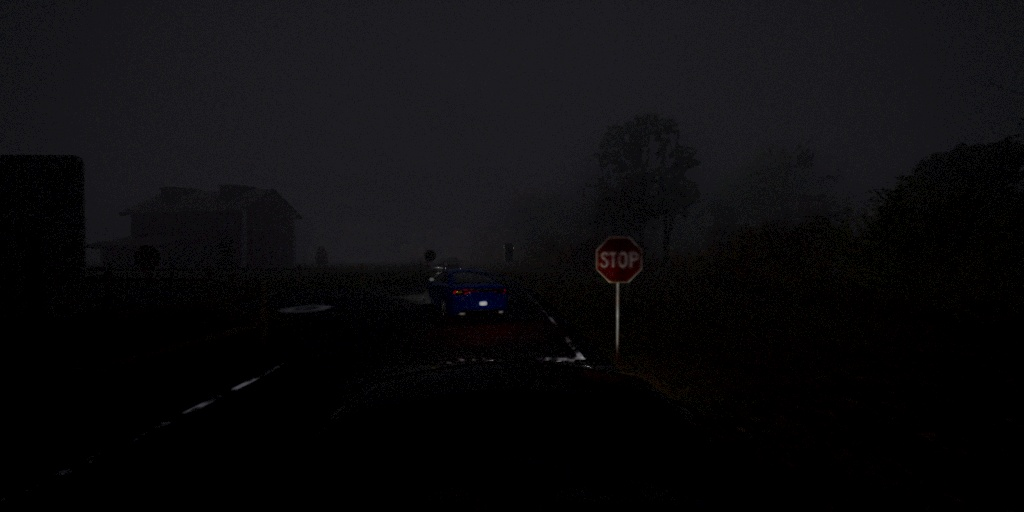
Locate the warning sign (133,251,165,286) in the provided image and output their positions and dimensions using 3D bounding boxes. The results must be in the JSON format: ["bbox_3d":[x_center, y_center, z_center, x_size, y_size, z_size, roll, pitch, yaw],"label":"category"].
[{"bbox_3d":[-21.125,0.787,20.813,1.060,1.860,1.300,0,0,1],"label":"warning sign"}]

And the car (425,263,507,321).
[{"bbox_3d":[-1.753,1.180,12.544,1.882,1.535,5.008,1,0,-22],"label":"car"}]

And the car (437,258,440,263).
[{"bbox_3d":[-11.149,0.995,58.552,1.837,1.490,4.892,0,0,-16],"label":"car"}]

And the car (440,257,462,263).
[{"bbox_3d":[-6.995,0.920,42.088,2.097,1.767,4.553,0,0,-12],"label":"car"}]
